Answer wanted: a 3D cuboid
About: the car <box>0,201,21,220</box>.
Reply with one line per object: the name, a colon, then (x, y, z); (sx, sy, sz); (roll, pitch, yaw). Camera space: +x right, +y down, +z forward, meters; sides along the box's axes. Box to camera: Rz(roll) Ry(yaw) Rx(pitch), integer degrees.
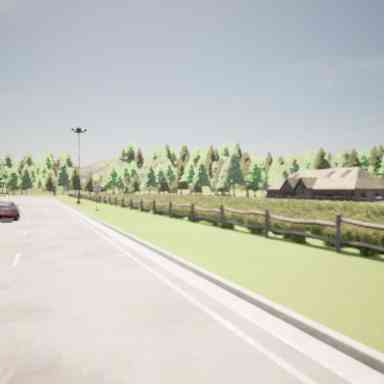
car: (-14.226, 1.402, 25.377); (1.994, 1.385, 4.181); (0, 0, -25)
